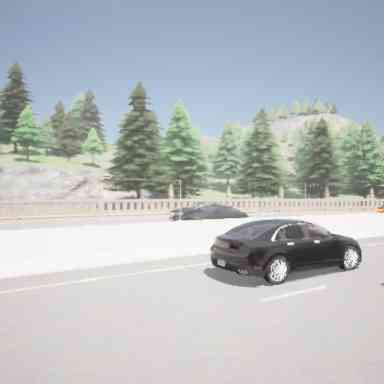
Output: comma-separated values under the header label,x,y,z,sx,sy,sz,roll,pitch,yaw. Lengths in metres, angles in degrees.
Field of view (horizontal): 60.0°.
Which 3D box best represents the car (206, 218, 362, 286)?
label,x,y,z,sx,sy,sz,roll,pitch,yaw
car,2.810,1.518,9.483,4.892,1.490,1.837,0,0,-31
